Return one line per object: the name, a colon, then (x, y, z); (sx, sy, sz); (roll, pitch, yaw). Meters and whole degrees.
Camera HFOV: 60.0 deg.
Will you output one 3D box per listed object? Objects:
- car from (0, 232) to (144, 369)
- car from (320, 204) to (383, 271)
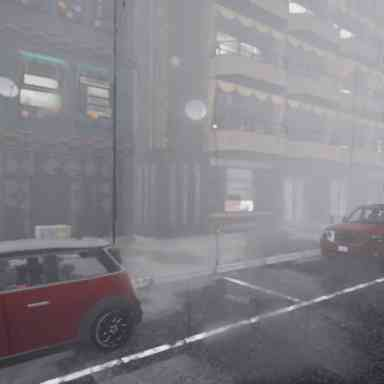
car: (-2.829, 1.441, 4.535); (4.097, 1.590, 1.967); (0, 0, -35)
car: (6.439, 1.339, 11.137); (5.009, 1.841, 2.192); (0, 0, -35)
